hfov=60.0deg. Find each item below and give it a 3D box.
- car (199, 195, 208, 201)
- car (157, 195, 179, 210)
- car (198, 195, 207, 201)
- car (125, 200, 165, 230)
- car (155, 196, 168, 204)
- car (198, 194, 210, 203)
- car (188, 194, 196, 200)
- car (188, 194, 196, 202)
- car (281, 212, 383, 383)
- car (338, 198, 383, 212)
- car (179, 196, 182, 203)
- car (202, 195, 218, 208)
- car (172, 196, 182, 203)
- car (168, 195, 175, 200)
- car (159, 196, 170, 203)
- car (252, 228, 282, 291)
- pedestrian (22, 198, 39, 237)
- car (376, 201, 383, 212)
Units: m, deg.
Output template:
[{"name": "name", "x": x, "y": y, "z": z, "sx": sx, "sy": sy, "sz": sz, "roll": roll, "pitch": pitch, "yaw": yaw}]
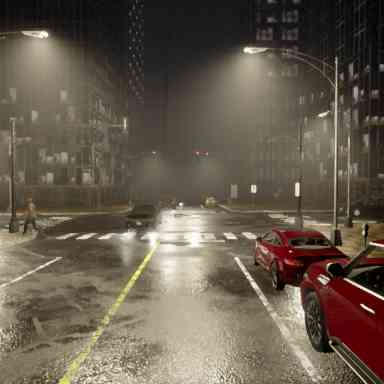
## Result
[{"name": "car", "x": 2.687, "y": 1.492, "z": 80.905, "sx": 1.947, "sy": 1.339, "sz": 4.313, "roll": -1, "pitch": 0, "yaw": 0}, {"name": "car", "x": -3.109, "y": 1.326, "z": 42.681, "sx": 2.097, "sy": 1.767, "sz": 4.553, "roll": 0, "pitch": 0, "yaw": 1}, {"name": "car", "x": 2.688, "y": 1.469, "z": 86.578, "sx": 2.008, "sy": 1.369, "sz": 4.403, "roll": -1, "pitch": 0, "yaw": 0}, {"name": "car", "x": -3.103, "y": 1.551, "z": 21.884, "sx": 1.882, "sy": 1.535, "sz": 5.008, "roll": 0, "pitch": 0, "yaw": 0}, {"name": "car", "x": -5.833, "y": 1.517, "z": 63.946, "sx": 1.947, "sy": 1.339, "sz": 4.313, "roll": -1, "pitch": 0, "yaw": 0}, {"name": "car", "x": 2.719, "y": 1.267, "z": 63.395, "sx": 2.192, "sy": 1.841, "sz": 5.009, "roll": -1, "pitch": 0, "yaw": 0}, {"name": "car", "x": 0.009, "y": 1.232, "z": 84.212, "sx": 1.882, "sy": 1.535, "sz": 5.008, "roll": 0, "pitch": 0, "yaw": 0}, {"name": "car", "x": 0.008, "y": 1.523, "z": 74.239, "sx": 1.895, "sy": 1.301, "sz": 4.718, "roll": 0, "pitch": 0, "yaw": 0}, {"name": "car", "x": 2.672, "y": 1.314, "z": 3.151, "sx": 2.192, "sy": 1.841, "sz": 5.009, "roll": -1, "pitch": 0, "yaw": 0}, {"name": "car", "x": 15.653, "y": 1.356, "z": 29.826, "sx": 4.892, "sy": 1.490, "sz": 1.837, "roll": 0, "pitch": 1, "yaw": -5}, {"name": "car", "x": -3.085, "y": 1.442, "z": 52.849, "sx": 1.882, "sy": 1.535, "sz": 5.008, "roll": 0, "pitch": 0, "yaw": 0}, {"name": "car", "x": 2.812, "y": 1.495, "z": 48.314, "sx": 1.752, "sy": 1.417, "sz": 4.829, "roll": -1, "pitch": 0, "yaw": 0}, {"name": "car", "x": -2.998, "y": 1.545, "z": 68.996, "sx": 1.895, "sy": 1.301, "sz": 4.718, "roll": 0, "pitch": 0, "yaw": 0}, {"name": "car", "x": -5.659, "y": 1.491, "z": 92.315, "sx": 1.802, "sy": 1.307, "sz": 4.206, "roll": -1, "pitch": 0, "yaw": 0}, {"name": "car", "x": -5.662, "y": 1.509, "z": 69.620, "sx": 1.947, "sy": 1.339, "sz": 4.313, "roll": -1, "pitch": 0, "yaw": 0}, {"name": "car", "x": 2.679, "y": 1.578, "z": 8.776, "sx": 1.802, "sy": 1.307, "sz": 4.206, "roll": -1, "pitch": 0, "yaw": 0}, {"name": "pedestrian", "x": -7.427, "y": 1.139, "z": 15.254, "sx": 0.375, "sy": 1.860, "sz": 0.375, "roll": -1, "pitch": 1, "yaw": 0}, {"name": "car", "x": 16.130, "y": 1.537, "z": 24.051, "sx": 4.313, "sy": 1.339, "sz": 1.947, "roll": 0, "pitch": 1, "yaw": -5}]
